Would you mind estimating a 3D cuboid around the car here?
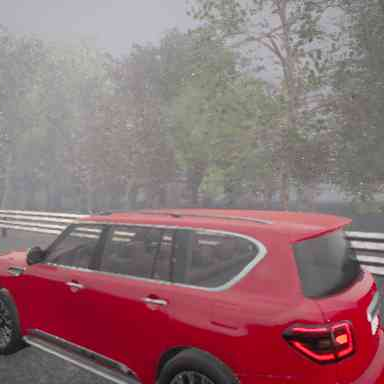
[{"bbox_3d":[-0.607,1.228,4.445,5.566,2.045,2.150,0,0,35],"label":"car"}]
